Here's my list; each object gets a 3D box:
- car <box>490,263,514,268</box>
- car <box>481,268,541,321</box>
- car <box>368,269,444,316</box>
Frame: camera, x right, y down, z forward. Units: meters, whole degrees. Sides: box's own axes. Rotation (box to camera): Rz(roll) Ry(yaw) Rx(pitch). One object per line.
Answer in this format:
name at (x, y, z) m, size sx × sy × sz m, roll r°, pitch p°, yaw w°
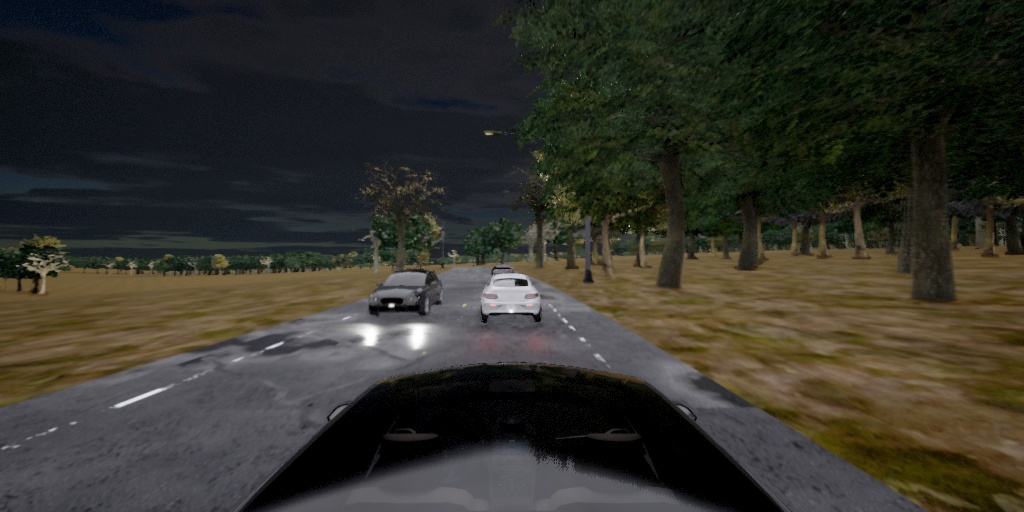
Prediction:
car at (-0.856, 1.337, 30.926) m, size 2.128 × 1.511 × 4.902 m, roll 0°, pitch 0°, yaw -3°
car at (-0.078, 1.295, 12.355) m, size 1.812 × 1.442 × 4.674 m, roll 0°, pitch 0°, yaw -1°
car at (-3.773, 1.277, 13.483) m, size 1.837 × 1.490 × 4.892 m, roll 0°, pitch 0°, yaw -1°
